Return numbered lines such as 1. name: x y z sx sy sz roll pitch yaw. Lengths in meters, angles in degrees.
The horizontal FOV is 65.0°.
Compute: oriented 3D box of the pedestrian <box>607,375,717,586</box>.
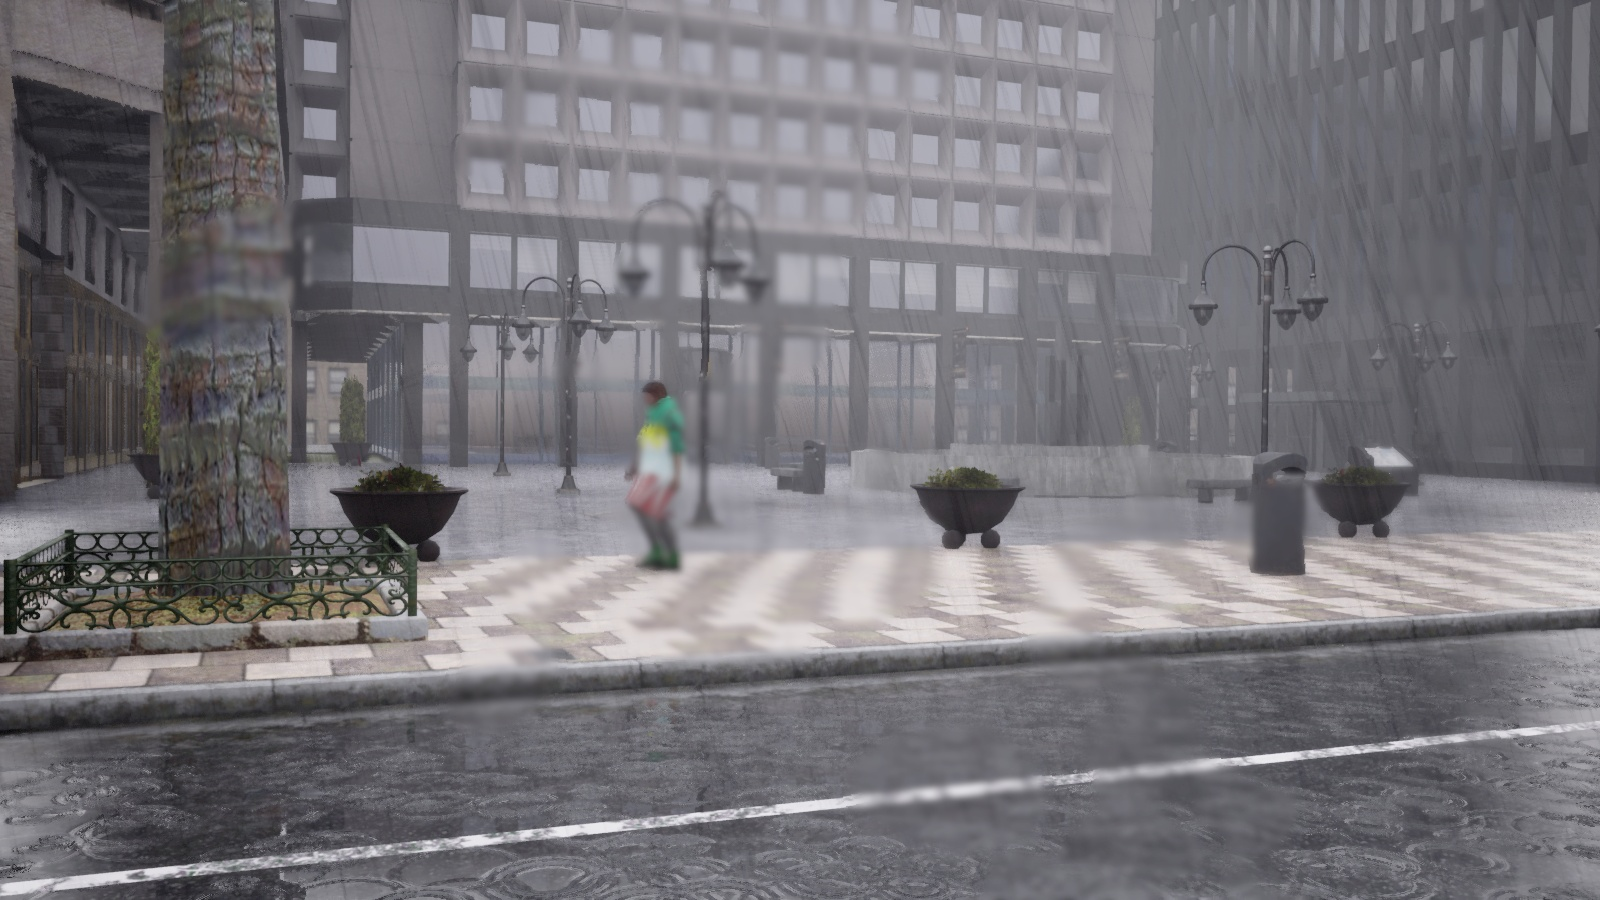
1. pedestrian: -1.329 0.273 12.061 0.873 1.952 0.659 -1 1 -23
